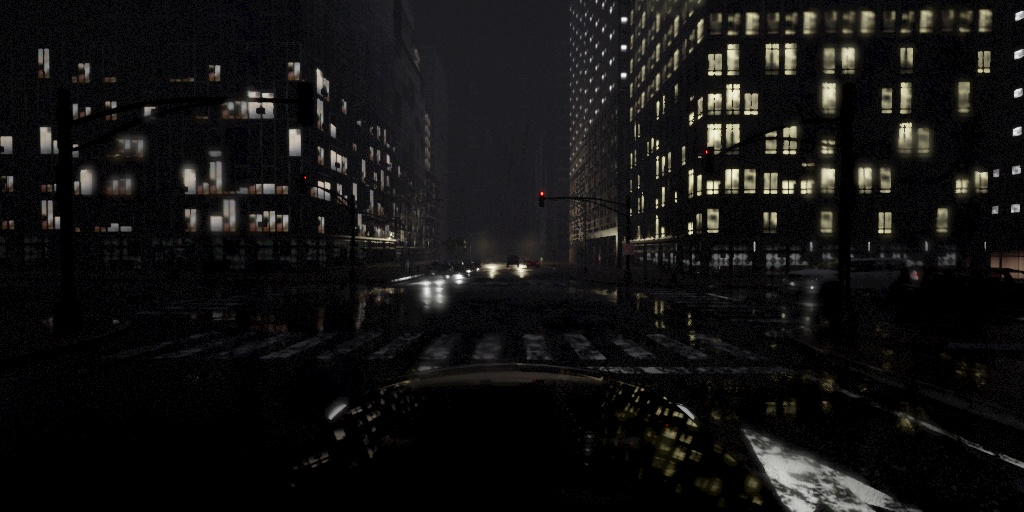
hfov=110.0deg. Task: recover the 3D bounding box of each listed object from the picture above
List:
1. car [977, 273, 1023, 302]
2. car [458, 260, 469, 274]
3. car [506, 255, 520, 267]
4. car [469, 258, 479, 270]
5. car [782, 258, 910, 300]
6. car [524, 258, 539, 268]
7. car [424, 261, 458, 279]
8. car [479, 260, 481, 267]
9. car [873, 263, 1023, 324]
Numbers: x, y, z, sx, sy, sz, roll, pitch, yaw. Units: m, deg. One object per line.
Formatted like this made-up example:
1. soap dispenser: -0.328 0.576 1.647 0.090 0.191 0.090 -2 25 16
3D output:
1. car: 26.950 1.570 17.967 4.718 1.301 1.895 0 1 1
2. car: -6.492 1.326 41.600 1.895 1.301 4.718 0 0 0
3. car: 0.171 0.925 62.845 2.150 2.045 5.566 0 0 0
4. car: -6.457 1.263 51.371 2.033 1.411 5.357 0 0 0
5. car: 17.035 1.103 18.156 5.566 2.045 2.150 1 1 1
6. car: 3.516 1.306 61.087 1.895 1.301 4.718 0 0 0
7. car: -6.519 1.225 32.319 2.128 1.511 4.902 0 0 0
8. car: -6.392 1.182 61.711 1.882 1.535 5.008 0 0 1
9. car: 16.220 1.282 12.403 5.009 1.841 2.192 0 0 1
